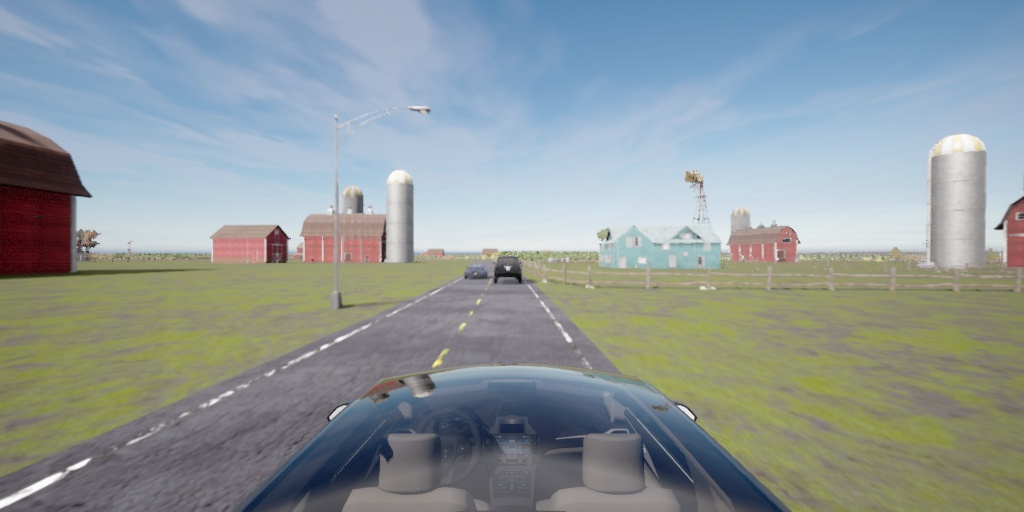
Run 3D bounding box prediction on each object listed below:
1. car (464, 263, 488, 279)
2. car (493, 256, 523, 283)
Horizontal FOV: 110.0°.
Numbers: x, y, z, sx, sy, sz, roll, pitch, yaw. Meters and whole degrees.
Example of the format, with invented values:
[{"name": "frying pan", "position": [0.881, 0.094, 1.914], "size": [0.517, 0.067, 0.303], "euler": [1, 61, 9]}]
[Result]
[{"name": "car", "position": [-3.225, 1.344, 32.833], "size": [1.994, 1.385, 4.181], "euler": [0, 0, -2]}, {"name": "car", "position": [-0.342, 0.992, 28.277], "size": [2.150, 2.045, 5.566], "euler": [0, 0, -1]}]
